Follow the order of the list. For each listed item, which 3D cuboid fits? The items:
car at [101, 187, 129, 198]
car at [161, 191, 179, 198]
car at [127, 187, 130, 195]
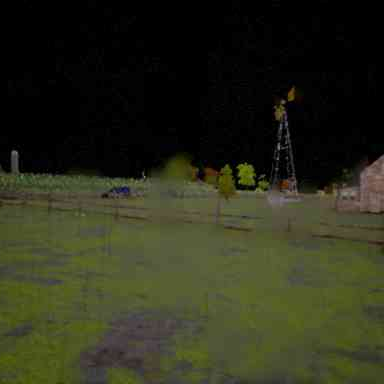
[{"bbox_3d":[-13.676,0.382,57.908,1.994,1.385,4.181,1,0,36],"label":"car"},{"bbox_3d":[-4.680,0.446,70.395,1.812,1.442,4.674,1,0,36],"label":"car"},{"bbox_3d":[-14.025,0.028,62.190,2.150,2.045,5.566,1,0,36],"label":"car"}]
